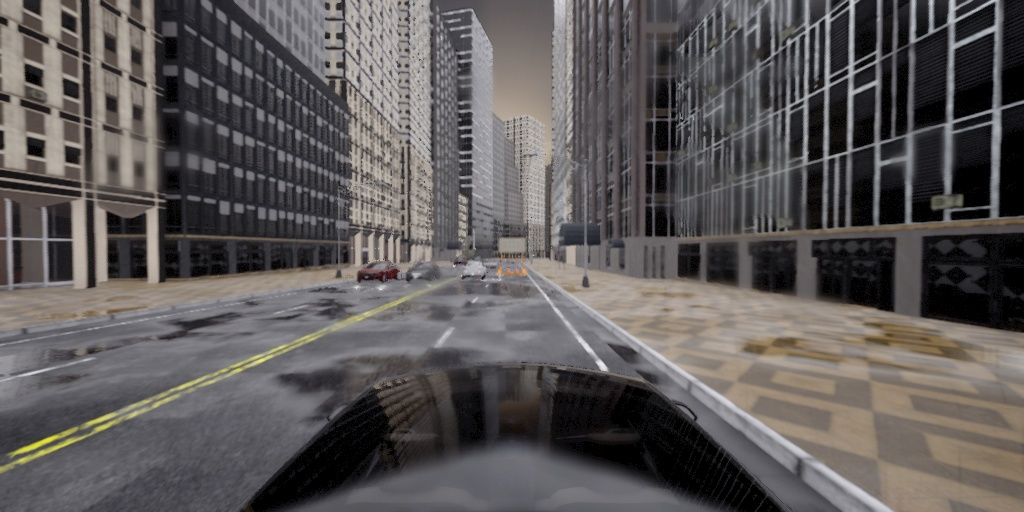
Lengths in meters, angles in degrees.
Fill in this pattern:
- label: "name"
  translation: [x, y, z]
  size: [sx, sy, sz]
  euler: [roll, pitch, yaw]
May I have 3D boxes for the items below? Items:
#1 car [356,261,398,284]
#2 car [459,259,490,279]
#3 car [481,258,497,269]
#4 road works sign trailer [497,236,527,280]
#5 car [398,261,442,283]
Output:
- label: "car"
  translation: [-9.843, 1.163, 26.798]
  size: [1.882, 1.535, 5.008]
  euler: [0, 0, 0]
- label: "car"
  translation: [-3.147, 1.200, 30.935]
  size: [1.812, 1.442, 4.674]
  euler: [0, 0, 0]
- label: "car"
  translation: [-3.144, 1.218, 53.069]
  size: [1.895, 1.301, 4.718]
  euler: [0, 0, 0]
- label: "road works sign trailer"
  translation: [0.009, 0.141, 29.792]
  size: [2.380, 3.560, 2.880]
  euler: [0, 0, 1]
- label: "car"
  translation: [-6.593, 1.176, 27.114]
  size: [2.128, 1.511, 4.902]
  euler: [0, 0, 0]
